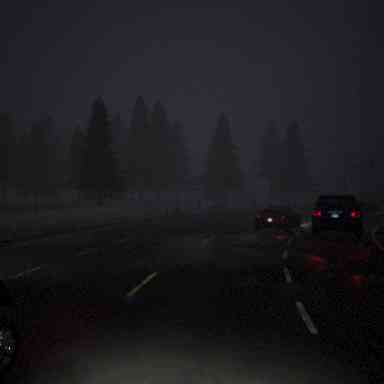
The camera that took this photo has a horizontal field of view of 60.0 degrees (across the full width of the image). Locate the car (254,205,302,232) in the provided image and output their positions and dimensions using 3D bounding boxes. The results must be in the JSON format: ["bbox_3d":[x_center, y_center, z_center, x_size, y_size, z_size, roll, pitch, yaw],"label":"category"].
[{"bbox_3d":[5.179,1.478,19.702,1.994,1.385,4.181,0,0,29],"label":"car"}]

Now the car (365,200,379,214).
[{"bbox_3d":[16.323,1.428,32.167,4.181,1.385,1.994,0,0,-37],"label":"car"}]

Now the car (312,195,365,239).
[{"bbox_3d":[7.627,1.148,17.227,2.150,2.045,5.566,0,0,27],"label":"car"}]

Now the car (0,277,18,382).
[{"bbox_3d":[-3.329,1.340,2.307,2.097,1.767,4.553,0,0,3],"label":"car"}]
